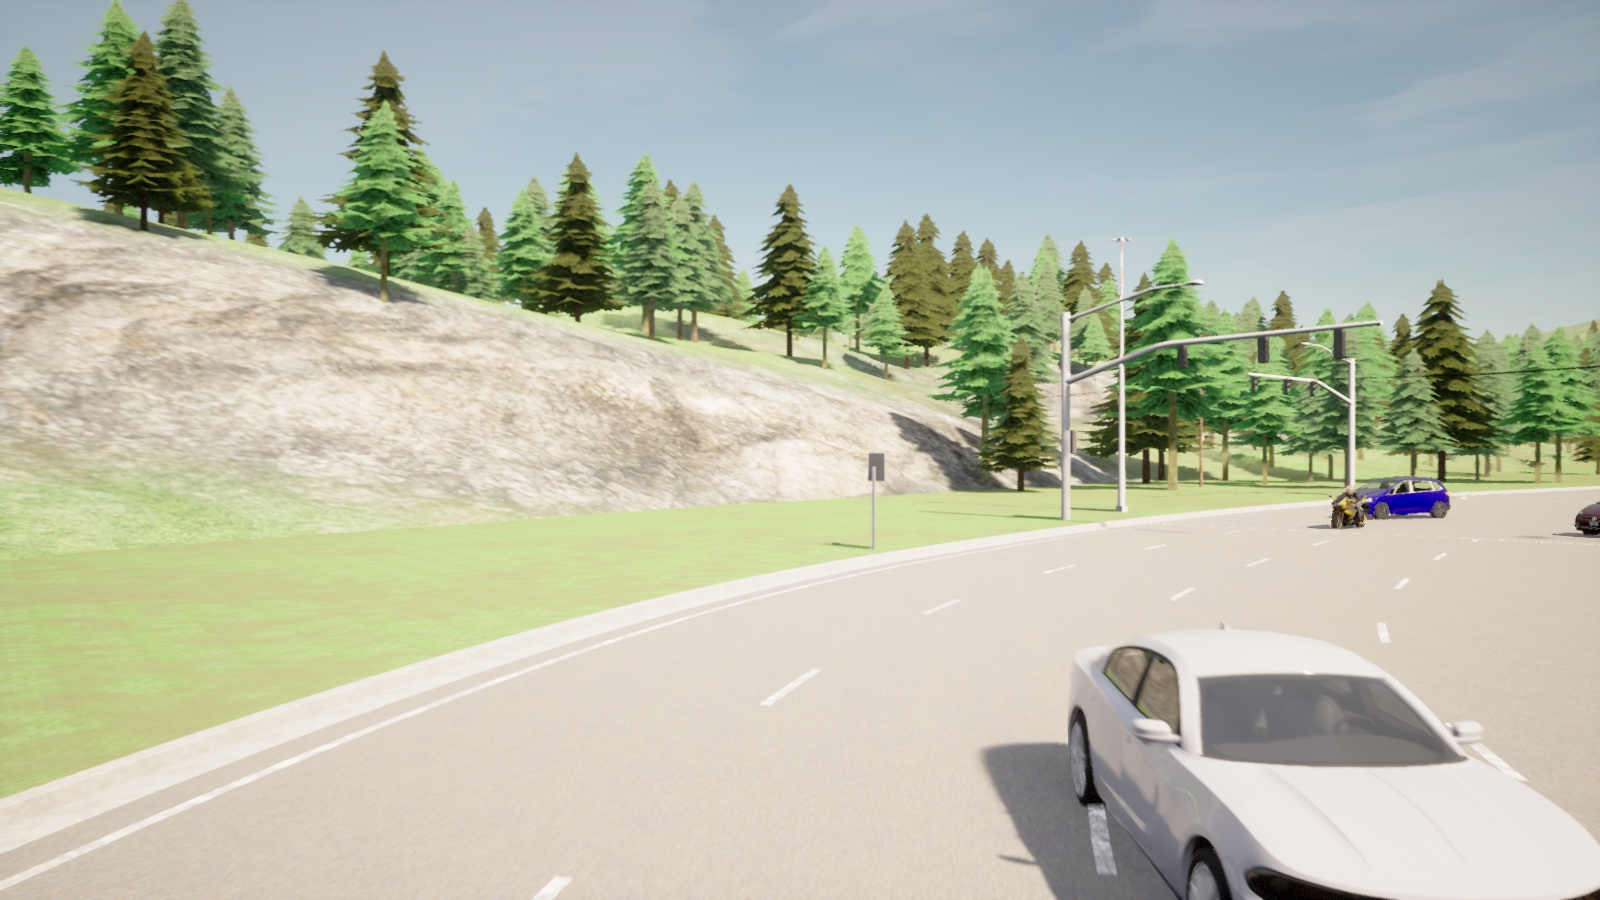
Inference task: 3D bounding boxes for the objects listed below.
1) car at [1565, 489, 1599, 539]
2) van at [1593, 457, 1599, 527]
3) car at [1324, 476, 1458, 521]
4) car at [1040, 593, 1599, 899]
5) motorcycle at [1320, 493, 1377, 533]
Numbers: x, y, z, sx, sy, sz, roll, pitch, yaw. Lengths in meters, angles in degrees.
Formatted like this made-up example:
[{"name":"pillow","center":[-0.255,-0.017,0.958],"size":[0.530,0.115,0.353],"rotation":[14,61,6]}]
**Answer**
[{"name":"car","center":[27.128,2.018,36.500],"size":[4.514,1.525,2.007],"rotation":[0,0,-15]},{"name":"van","center":[31.989,1.511,40.688],"size":[5.915,2.561,1.988],"rotation":[0,-1,7]},{"name":"car","center":[24.067,1.939,46.537],"size":[4.611,1.667,2.242],"rotation":[0,0,-18]},{"name":"car","center":[3.097,2.028,7.557],"size":[2.097,1.535,5.006],"rotation":[0,0,2]},{"name":"motorcycle","center":[19.234,2.180,40.057],"size":[2.209,1.251,0.867],"rotation":[0,2,-37]}]
